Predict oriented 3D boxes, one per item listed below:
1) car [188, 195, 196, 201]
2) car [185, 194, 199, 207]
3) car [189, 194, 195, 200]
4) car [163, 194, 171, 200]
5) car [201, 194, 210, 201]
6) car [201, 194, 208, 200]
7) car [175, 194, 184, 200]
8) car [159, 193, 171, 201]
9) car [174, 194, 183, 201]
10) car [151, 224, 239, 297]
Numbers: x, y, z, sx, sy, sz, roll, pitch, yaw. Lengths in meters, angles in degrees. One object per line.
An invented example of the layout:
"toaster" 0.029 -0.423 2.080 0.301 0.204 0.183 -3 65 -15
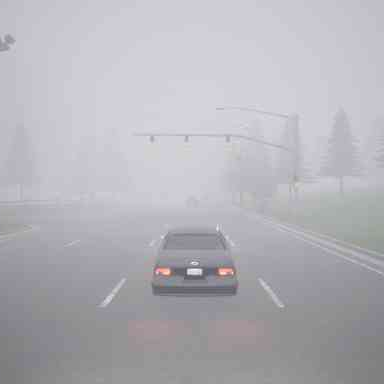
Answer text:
"car" 0.017 1.531 83.450 2.033 1.411 5.357 0 0 0
"car" 0.009 1.352 52.807 2.097 1.767 4.553 0 0 0
"car" 0.019 1.310 93.870 1.882 1.535 5.008 0 0 0
"car" -6.981 1.385 93.872 1.994 1.385 4.181 0 0 0
"car" 3.517 1.492 83.449 1.837 1.490 4.892 0 0 0
"car" 3.519 1.310 93.869 1.882 1.535 5.008 0 0 0
"car" -3.481 1.357 93.871 2.128 1.511 4.902 0 0 0
"car" -6.983 1.217 83.482 2.150 2.045 5.566 0 0 0
"car" -3.483 1.517 83.868 1.812 1.442 4.674 0 0 0
"car" 0.068 1.547 8.768 2.033 1.411 5.357 0 0 0
